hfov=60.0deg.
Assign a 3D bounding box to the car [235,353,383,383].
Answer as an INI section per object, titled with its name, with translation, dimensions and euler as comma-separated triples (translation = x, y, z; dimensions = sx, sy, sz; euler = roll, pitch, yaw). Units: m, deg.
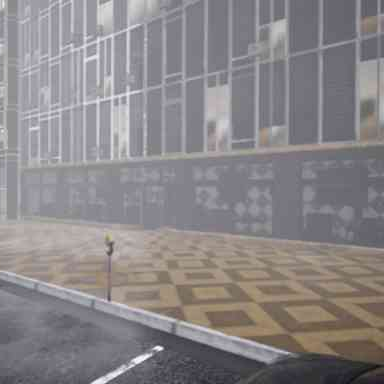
[car]
translation = 1.984, 1.567, 1.455
dimensions = 4.313, 1.339, 1.947
euler = 0, 0, 36
